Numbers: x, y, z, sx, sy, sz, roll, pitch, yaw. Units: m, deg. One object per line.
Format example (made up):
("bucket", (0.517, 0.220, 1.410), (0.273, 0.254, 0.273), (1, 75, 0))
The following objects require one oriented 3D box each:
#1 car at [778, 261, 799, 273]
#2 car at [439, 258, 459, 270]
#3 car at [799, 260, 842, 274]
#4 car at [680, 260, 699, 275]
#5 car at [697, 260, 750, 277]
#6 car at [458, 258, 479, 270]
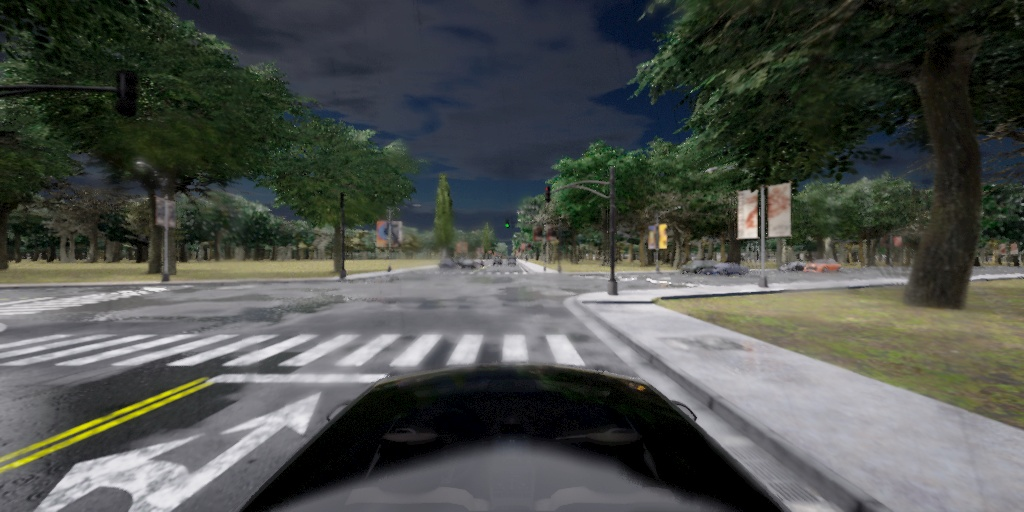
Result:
("car", (37.143, 1.444, 47.146), (4.674, 1.442, 1.812), (0, 0, -22))
("car", (-9.821, 1.135, 54.985), (2.097, 1.767, 4.553), (0, 0, 0))
("car", (38.177, 1.251, 44.068), (4.553, 1.767, 2.097), (0, 0, -23))
("car", (21.214, 1.221, 40.432), (4.553, 1.767, 2.097), (0, 0, -23))
("car", (22.315, 1.399, 37.375), (5.357, 1.411, 2.033), (0, 0, -23))
("car", (-6.573, 1.261, 54.949), (1.882, 1.535, 5.008), (0, 0, 0))
